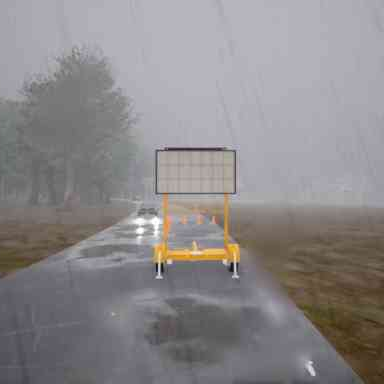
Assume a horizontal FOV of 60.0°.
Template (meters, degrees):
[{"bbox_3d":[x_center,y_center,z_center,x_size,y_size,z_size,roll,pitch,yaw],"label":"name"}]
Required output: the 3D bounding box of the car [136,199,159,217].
[{"bbox_3d":[-4.098,1.601,31.408,1.895,1.301,4.718,0,0,-5],"label":"car"}]

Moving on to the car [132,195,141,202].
[{"bbox_3d":[-13.959,1.593,83.272,1.882,1.535,5.008,0,0,-17],"label":"car"}]

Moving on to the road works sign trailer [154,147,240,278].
[{"bbox_3d":[0.109,0.464,10.097,2.380,3.560,2.880,0,0,-1],"label":"road works sign trailer"}]
